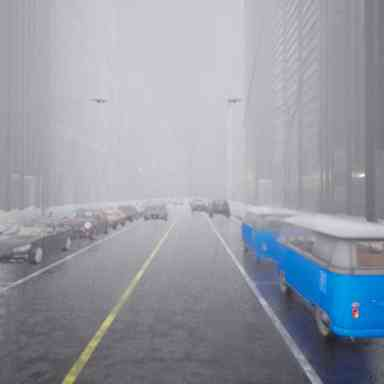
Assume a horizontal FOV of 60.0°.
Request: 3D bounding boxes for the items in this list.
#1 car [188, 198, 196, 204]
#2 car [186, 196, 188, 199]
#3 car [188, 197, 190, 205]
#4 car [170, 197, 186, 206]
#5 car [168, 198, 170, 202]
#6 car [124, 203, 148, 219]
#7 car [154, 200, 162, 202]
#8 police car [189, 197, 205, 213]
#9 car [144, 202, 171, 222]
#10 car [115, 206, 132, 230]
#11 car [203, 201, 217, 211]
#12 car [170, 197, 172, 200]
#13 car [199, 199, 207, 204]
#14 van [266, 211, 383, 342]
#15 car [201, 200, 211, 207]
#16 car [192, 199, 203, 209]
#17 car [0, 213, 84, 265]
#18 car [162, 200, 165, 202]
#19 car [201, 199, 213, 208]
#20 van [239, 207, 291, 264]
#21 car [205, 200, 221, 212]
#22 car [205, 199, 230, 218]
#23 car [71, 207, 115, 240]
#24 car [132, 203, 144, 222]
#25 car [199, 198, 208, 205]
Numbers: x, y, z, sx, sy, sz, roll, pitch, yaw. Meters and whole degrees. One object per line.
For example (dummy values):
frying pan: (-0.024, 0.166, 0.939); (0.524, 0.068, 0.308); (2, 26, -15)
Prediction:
car: (0.079, 2.511, 93.028); (2.128, 1.511, 4.902); (0, -1, 0)
car: (0.066, 2.293, 77.725); (2.128, 1.511, 4.902); (0, -1, 0)
car: (0.811, 1.914, 52.946); (2.097, 1.767, 4.553); (0, -1, -1)
car: (-2.940, 2.311, 70.970); (1.994, 1.385, 4.181); (0, -1, 0)
car: (-5.710, 2.241, 63.170); (1.947, 1.339, 4.313); (0, -1, 0)
car: (-5.733, 1.890, 34.614); (1.752, 1.417, 4.829); (0, -1, 0)
car: (-5.724, 2.032, 46.139); (1.887, 1.381, 4.507); (0, -1, 0)
police car: (0.936, 1.881, 43.101); (1.930, 1.638, 5.238); (0, -1, 0)
car: (-3.073, 1.875, 29.511); (1.994, 1.385, 4.181); (0, -1, 0)
car: (-5.743, 1.770, 23.261); (1.752, 1.417, 4.829); (0, -1, 0)
car: (2.806, 2.095, 51.813); (1.887, 1.381, 4.507); (0, -1, 0)
car: (-5.686, 2.435, 91.556); (1.967, 1.590, 4.097); (0, -1, 0)
car: (2.835, 2.498, 85.876); (1.947, 1.339, 4.313); (0, -1, 0)
van: (2.768, 1.410, 6.397); (1.690, 1.788, 3.998); (0, -1, 0)
car: (2.820, 2.306, 68.845); (1.947, 1.339, 4.313); (0, -1, 0)
car: (0.950, 2.087, 59.180); (1.801, 1.575, 5.366); (0, -1, 0)
car: (-5.752, 1.679, 12.077); (2.008, 1.369, 4.403); (0, -1, 0)
car: (-5.719, 2.073, 51.647); (1.752, 1.417, 4.829); (0, -1, 0)
car: (2.815, 2.116, 63.169); (1.967, 1.590, 4.097); (0, -1, 0)
van: (2.773, 1.470, 12.075); (1.690, 1.788, 3.998); (0, -1, 0)
car: (2.801, 1.928, 46.138); (1.967, 1.590, 4.097); (0, -1, 0)
car: (2.792, 1.682, 34.783); (2.192, 1.841, 5.009); (0, -1, 0)
car: (-5.747, 1.627, 17.755); (1.967, 1.590, 4.097); (0, -1, 0)
car: (-5.738, 1.872, 29.108); (1.947, 1.339, 4.313); (0, -1, 0)
car: (2.829, 2.308, 80.200); (1.967, 1.590, 4.097); (0, -1, 0)
